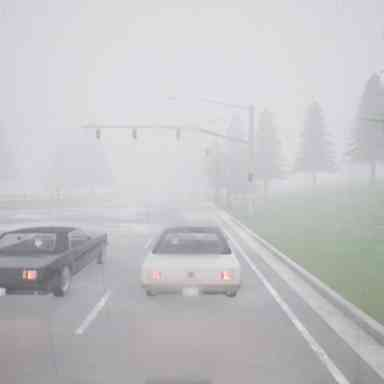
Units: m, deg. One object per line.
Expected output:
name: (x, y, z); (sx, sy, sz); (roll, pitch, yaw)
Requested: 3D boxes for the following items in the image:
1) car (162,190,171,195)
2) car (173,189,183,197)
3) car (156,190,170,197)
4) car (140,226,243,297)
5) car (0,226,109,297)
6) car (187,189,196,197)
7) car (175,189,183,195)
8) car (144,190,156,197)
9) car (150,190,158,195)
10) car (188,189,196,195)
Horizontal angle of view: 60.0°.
car: (-7.078, 0.130, 92.472); (2.033, 1.411, 5.357); (0, 1, 0)
car: (-3.569, 0.239, 82.442); (2.097, 1.767, 4.553); (0, 1, 0)
car: (-7.069, 0.414, 82.055); (2.128, 1.511, 4.902); (0, 1, 0)
car: (0.006, 1.488, 8.232); (1.895, 1.301, 4.718); (0, 1, 0)
car: (-3.494, 1.489, 8.228); (1.895, 1.301, 4.718); (0, 1, 0)
car: (-0.069, 0.414, 82.061); (2.128, 1.511, 4.902); (0, 1, 0)
car: (-3.578, -0.055, 92.442); (2.097, 1.767, 4.553); (0, 1, 0)
car: (-10.569, 0.479, 82.499); (1.895, 1.301, 4.718); (0, 1, 0)
car: (-10.578, 0.114, 92.469); (1.812, 1.442, 4.674); (0, 1, 0)
car: (-0.078, -0.055, 92.445); (2.097, 1.767, 4.553); (0, 1, 0)
